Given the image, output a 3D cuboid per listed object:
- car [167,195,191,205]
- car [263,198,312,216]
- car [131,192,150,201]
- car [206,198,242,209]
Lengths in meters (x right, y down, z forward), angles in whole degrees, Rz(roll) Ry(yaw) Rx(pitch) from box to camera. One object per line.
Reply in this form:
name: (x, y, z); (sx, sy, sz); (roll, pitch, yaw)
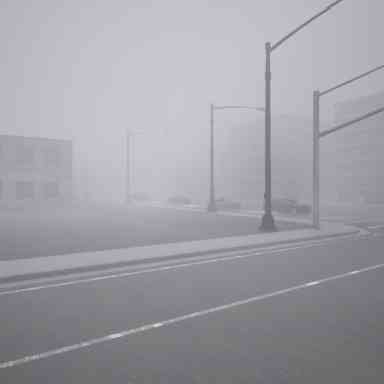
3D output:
car: (-1.891, 1.120, 47.938); (1.994, 1.385, 4.181); (0, 1, -34)
car: (9.063, 1.345, 31.978); (1.882, 1.535, 5.008); (0, 1, -35)
car: (-9.084, 0.822, 58.537); (2.128, 1.511, 4.902); (0, 1, -34)
car: (3.765, 1.332, 39.672); (1.895, 1.301, 4.718); (0, 1, -34)
